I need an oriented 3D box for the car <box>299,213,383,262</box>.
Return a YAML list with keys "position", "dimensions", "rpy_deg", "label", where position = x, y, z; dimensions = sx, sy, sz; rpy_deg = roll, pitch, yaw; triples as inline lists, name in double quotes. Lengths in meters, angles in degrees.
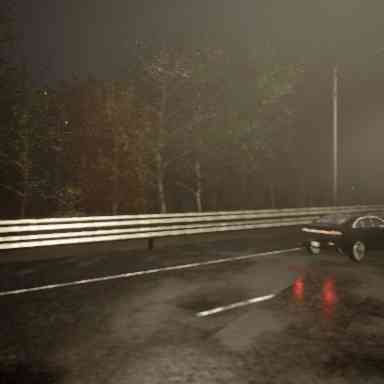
- position: [6.054, 1.520, 12.322]
  dimensions: [4.902, 1.511, 2.128]
  rpy_deg: [0, 0, -35]
  label: "car"
